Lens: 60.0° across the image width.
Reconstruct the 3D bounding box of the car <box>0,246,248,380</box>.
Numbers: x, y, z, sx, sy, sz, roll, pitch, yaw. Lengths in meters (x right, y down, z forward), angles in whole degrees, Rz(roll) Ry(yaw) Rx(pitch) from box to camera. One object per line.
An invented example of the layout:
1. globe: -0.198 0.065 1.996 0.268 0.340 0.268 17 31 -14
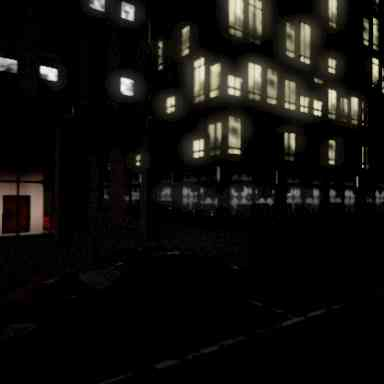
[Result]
1. car: -0.919 1.606 5.441 4.206 1.307 1.802 1 0 -35
